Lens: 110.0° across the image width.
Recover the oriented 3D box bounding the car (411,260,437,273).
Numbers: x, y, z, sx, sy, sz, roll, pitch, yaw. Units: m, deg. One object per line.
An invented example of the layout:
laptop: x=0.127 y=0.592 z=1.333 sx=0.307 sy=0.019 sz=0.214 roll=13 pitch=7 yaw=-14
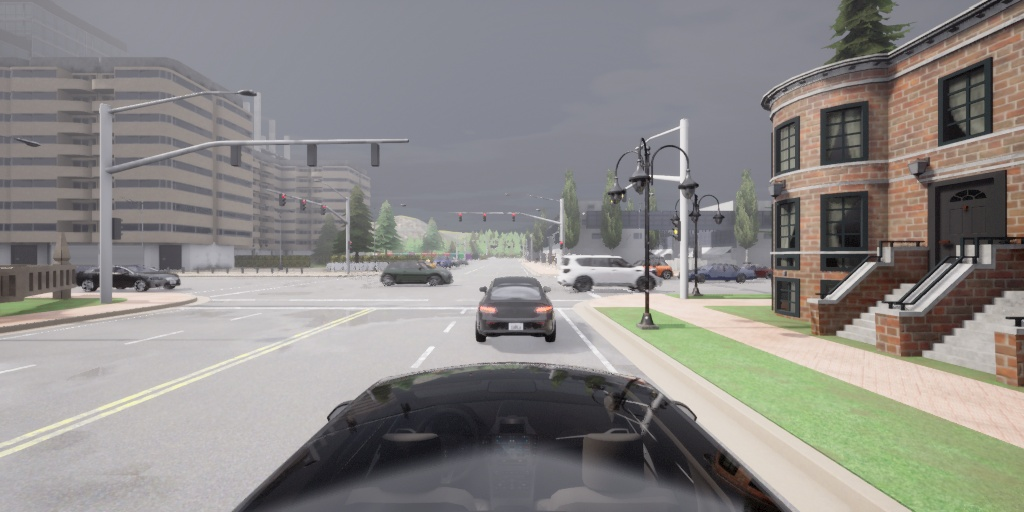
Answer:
car: x=-10.637 y=1.227 z=43.639 sx=1.882 sy=1.535 sz=5.008 roll=0 pitch=0 yaw=2

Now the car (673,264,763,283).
car: x=15.629 y=1.297 z=27.404 sx=5.357 sy=1.411 sz=2.033 roll=0 pitch=0 yaw=-1

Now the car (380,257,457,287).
car: x=-6.262 y=1.102 z=23.816 sx=4.553 sy=1.767 sz=2.097 roll=0 pitch=0 yaw=2

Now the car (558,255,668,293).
car: x=5.371 y=0.971 z=20.122 sx=5.566 sy=2.045 sz=2.150 roll=0 pitch=0 yaw=0

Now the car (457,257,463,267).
car: x=-10.532 y=1.350 z=64.313 sx=1.895 sy=1.301 sz=4.718 roll=0 pitch=0 yaw=0

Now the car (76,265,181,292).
car: x=-21.905 y=1.241 z=20.578 sx=4.902 sy=1.511 sz=2.128 roll=0 pitch=0 yaw=0

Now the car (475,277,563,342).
car: x=0.088 y=1.276 z=9.617 sx=1.812 sy=1.442 sz=4.674 roll=0 pitch=0 yaw=0

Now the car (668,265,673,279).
car: x=11.326 y=1.102 z=30.897 sx=4.553 sy=1.767 sz=2.097 roll=0 pitch=0 yaw=-1

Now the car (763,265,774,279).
car: x=20.318 y=1.351 z=31.029 sx=4.718 sy=1.301 sz=1.895 roll=0 pitch=0 yaw=-2
